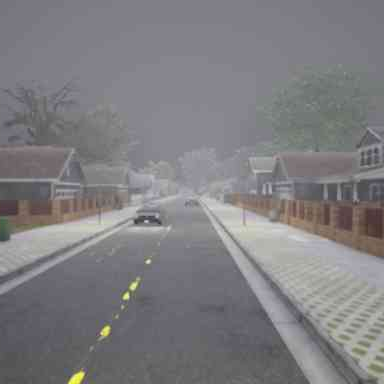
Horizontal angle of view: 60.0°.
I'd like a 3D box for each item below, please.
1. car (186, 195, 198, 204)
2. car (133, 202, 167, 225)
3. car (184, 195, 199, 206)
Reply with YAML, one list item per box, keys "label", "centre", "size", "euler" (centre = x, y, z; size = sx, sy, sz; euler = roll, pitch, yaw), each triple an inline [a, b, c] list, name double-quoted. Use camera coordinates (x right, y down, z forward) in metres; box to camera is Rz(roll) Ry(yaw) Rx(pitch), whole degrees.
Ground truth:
- label: "car"
  centre: [-0.021, 1.222, 57.168]
  size: [2.033, 1.411, 5.357]
  euler: [0, 0, 0]
- label: "car"
  centre: [-2.787, 1.434, 23.197]
  size: [2.033, 1.411, 5.357]
  euler: [0, 0, 0]
- label: "car"
  centre: [-0.016, 1.257, 47.163]
  size: [1.812, 1.442, 4.674]
  euler: [0, 0, 0]
